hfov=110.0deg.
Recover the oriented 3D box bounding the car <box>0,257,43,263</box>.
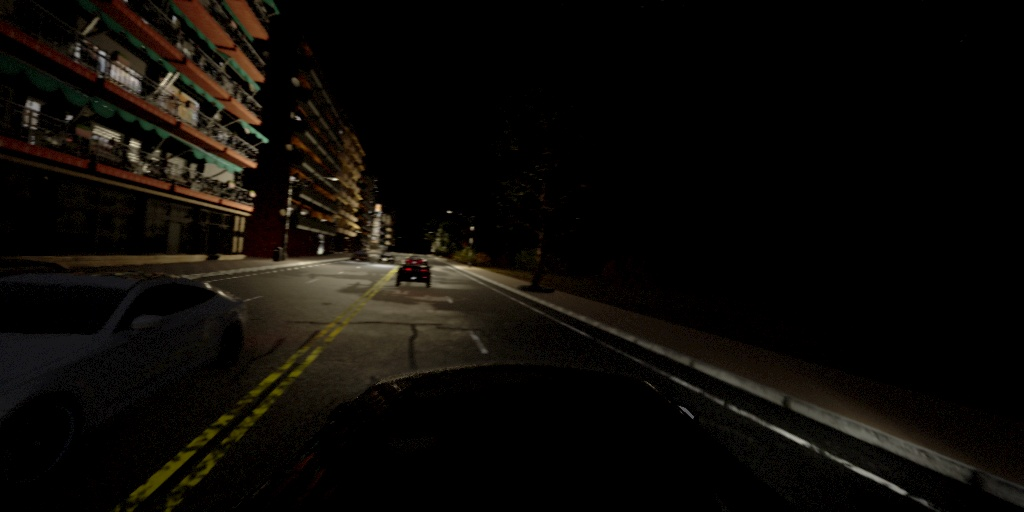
[{"bbox_3d":[-8.423,0.689,5.276,1.895,1.301,4.718,5,0,-15],"label":"car"}]

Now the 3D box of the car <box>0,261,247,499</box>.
[{"bbox_3d":[-4.694,0.907,3.907,1.812,1.442,4.674,5,0,-15],"label":"car"}]

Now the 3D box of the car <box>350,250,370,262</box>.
[{"bbox_3d":[-19.273,0.015,45.818,2.033,1.411,5.357,5,0,-15],"label":"car"}]

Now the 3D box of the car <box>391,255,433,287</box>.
[{"bbox_3d":[-5.710,0.901,20.948,2.128,1.511,4.902,5,0,-15],"label":"car"}]

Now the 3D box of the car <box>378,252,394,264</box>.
[{"bbox_3d":[-15.827,0.237,45.481,2.128,1.511,4.902,5,0,-15],"label":"car"}]
